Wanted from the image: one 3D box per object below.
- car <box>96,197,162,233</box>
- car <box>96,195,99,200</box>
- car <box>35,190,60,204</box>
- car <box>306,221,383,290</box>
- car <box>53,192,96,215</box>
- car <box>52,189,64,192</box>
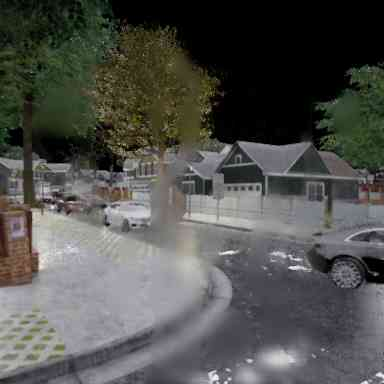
[{"bbox_3d":[-3.351,1.227,17.928,1.812,1.442,4.674,0,1,-34],"label":"car"},{"bbox_3d":[-10.269,0.938,33.273,2.033,1.411,5.357,0,1,-35],"label":"car"},{"bbox_3d":[-16.771,0.765,37.641,1.994,1.385,4.181,0,1,-33],"label":"car"},{"bbox_3d":[5.092,1.451,7.344,4.902,1.511,2.128,0,1,35],"label":"car"},{"bbox_3d":[-9.723,1.009,27.256,1.812,1.442,4.674,0,1,-34],"label":"car"},{"bbox_3d":[-21.824,0.272,53.643,1.837,1.490,4.892,0,2,-15],"label":"car"}]
